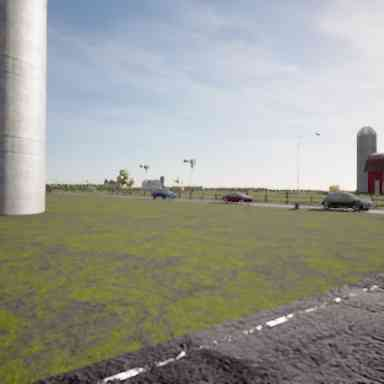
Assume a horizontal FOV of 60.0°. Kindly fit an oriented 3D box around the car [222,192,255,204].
[{"bbox_3d":[6.138,0.766,44.030,1.882,1.535,5.008,1,1,-36],"label":"car"}]

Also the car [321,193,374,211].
[{"bbox_3d":[14.909,0.854,31.905,2.097,1.767,4.553,1,0,-36],"label":"car"}]

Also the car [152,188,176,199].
[{"bbox_3d":[-5.052,0.324,59.658,2.150,2.045,5.566,1,0,-36],"label":"car"}]
